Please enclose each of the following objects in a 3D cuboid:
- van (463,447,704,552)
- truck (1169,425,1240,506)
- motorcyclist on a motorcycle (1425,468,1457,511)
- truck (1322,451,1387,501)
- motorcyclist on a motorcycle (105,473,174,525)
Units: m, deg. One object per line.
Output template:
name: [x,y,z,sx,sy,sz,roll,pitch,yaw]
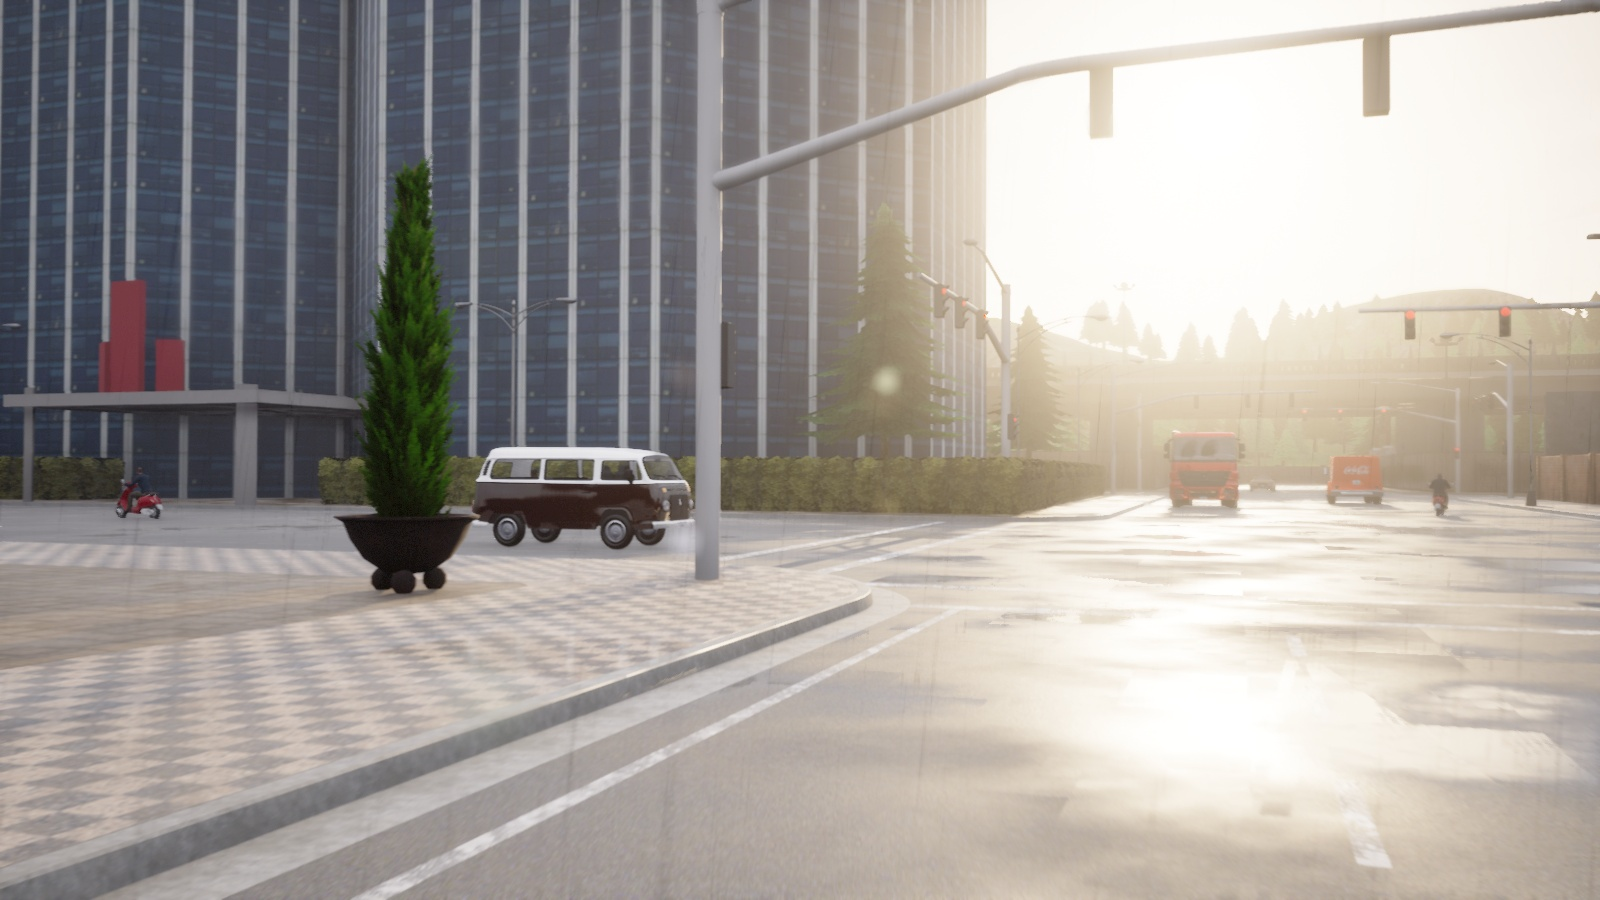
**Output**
van: [-4.463,0.993,26.010,4.480,2.038,2.069,-1,-1,19]
truck: [18.702,0.730,57.795,2.891,3.462,7.936,-1,-1,19]
motorcyclist on a motorcycle: [23.844,1.459,46.703,0.866,1.590,1.817,-1,-1,33]
truck: [28.558,1.306,64.847,2.627,2.467,5.204,-1,-1,19]
motorcyclist on a motorcycle: [-20.387,1.500,38.795,1.817,1.590,0.866,-1,-1,19]
